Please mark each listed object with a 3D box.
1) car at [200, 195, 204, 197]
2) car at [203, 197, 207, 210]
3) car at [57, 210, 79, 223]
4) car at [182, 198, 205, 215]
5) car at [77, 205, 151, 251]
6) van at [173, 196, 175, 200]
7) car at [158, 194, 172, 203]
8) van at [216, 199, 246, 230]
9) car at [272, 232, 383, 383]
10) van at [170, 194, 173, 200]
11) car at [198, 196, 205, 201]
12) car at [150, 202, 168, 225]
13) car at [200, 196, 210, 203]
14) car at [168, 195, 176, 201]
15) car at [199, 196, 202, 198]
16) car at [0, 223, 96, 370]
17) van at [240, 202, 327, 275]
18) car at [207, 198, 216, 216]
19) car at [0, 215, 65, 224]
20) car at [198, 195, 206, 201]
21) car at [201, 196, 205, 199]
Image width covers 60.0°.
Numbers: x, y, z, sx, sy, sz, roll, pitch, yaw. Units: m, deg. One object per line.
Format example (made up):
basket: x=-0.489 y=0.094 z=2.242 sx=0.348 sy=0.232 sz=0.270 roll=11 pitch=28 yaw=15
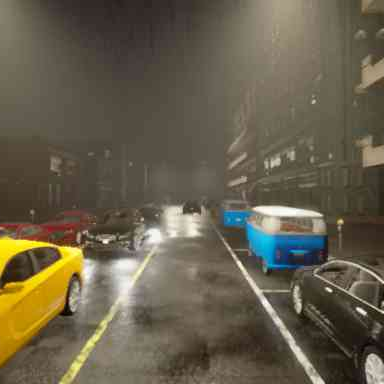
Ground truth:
car: x=2.695 y=1.669 z=60.447 sx=1.887 sy=1.381 sz=4.507 roll=1 pitch=0 yaw=0
car: x=2.696 y=1.665 z=43.704 sx=1.947 sy=1.339 sz=4.313 roll=1 pitch=0 yaw=0
car: x=-5.681 y=1.584 z=15.763 sx=1.887 sy=1.381 sz=4.507 roll=1 pitch=0 yaw=0
car: x=0.001 y=1.646 z=35.041 sx=1.994 sy=1.385 sz=4.181 roll=0 pitch=0 yaw=0
car: x=-3.091 y=1.541 z=14.342 sx=1.837 sy=1.490 sz=4.892 roll=0 pitch=0 yaw=0
van: x=-5.685 y=1.493 z=82.726 sx=1.690 sy=1.788 sz=3.998 roll=1 pitch=0 yaw=0
car: x=-5.687 y=1.698 z=65.985 sx=1.947 sy=1.339 sz=4.313 roll=1 pitch=0 yaw=0
van: x=2.702 y=1.395 z=21.382 sx=1.690 sy=1.788 sz=3.998 roll=1 pitch=0 yaw=0
car: x=2.701 y=1.563 z=4.640 sx=2.008 sy=1.369 sz=4.403 roll=1 pitch=0 yaw=0
van: x=-5.684 y=1.480 z=71.566 sx=1.690 sy=1.788 sz=3.998 roll=1 pitch=0 yaw=0
car: x=2.690 y=1.713 z=93.929 sx=2.008 sy=1.369 sz=4.403 roll=1 pitch=0 yaw=0
car: x=-3.094 y=1.661 z=24.671 sx=1.895 sy=1.301 sz=4.718 roll=0 pitch=0 yaw=0
car: x=2.693 y=1.690 z=71.609 sx=2.008 sy=1.369 sz=4.403 roll=1 pitch=0 yaw=0
car: x=-5.690 y=1.707 z=93.886 sx=1.887 sy=1.381 sz=4.507 roll=1 pitch=0 yaw=0
car: x=0.013 y=1.668 z=46.752 sx=1.994 sy=1.385 sz=4.181 roll=0 pitch=0 yaw=1
car: x=-3.089 y=1.490 z=4.693 sx=1.882 sy=1.535 sz=5.008 roll=0 pitch=0 yaw=0
van: x=2.703 y=1.367 z=10.220 sx=1.690 sy=1.788 sz=3.998 roll=1 pitch=0 yaw=0
car: x=2.697 y=1.604 z=32.712 sx=1.752 sy=1.417 sz=4.829 roll=1 pitch=0 yaw=0
car: x=-5.681 y=1.607 z=10.183 sx=1.802 sy=1.307 sz=4.206 roll=1 pitch=0 yaw=0
car: x=2.693 y=1.598 z=88.350 sx=1.967 sy=1.590 sz=4.097 roll=1 pitch=0 yaw=0
car: x=2.695 y=1.674 z=49.285 sx=1.947 sy=1.339 sz=4.313 roll=1 pitch=0 yaw=0
